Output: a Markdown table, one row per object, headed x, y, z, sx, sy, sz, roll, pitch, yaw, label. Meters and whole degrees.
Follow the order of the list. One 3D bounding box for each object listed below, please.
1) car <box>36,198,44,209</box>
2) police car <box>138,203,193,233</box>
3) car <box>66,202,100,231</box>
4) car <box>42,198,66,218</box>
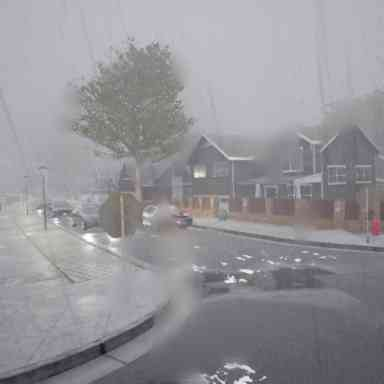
| x | y | z | sx | sy | sz | roll | pitch | yaw | label |
| --- | --- | --- | --- | --- | --- | --- | --- | --- | --- |
| -20.203 | 1.543 | 45.661 | 1.837 | 1.490 | 4.892 | -3 | 1 | -28 | car |
| -2.005 | 1.438 | 19.775 | 2.038 | 1.542 | 4.974 | -3 | 2 | -32 | police car |
| -6.507 | 1.555 | 21.493 | 1.837 | 1.490 | 4.892 | -3 | 2 | -31 | car |
| -12.592 | 1.585 | 31.716 | 2.033 | 1.411 | 5.357 | -3 | 1 | -30 | car |
